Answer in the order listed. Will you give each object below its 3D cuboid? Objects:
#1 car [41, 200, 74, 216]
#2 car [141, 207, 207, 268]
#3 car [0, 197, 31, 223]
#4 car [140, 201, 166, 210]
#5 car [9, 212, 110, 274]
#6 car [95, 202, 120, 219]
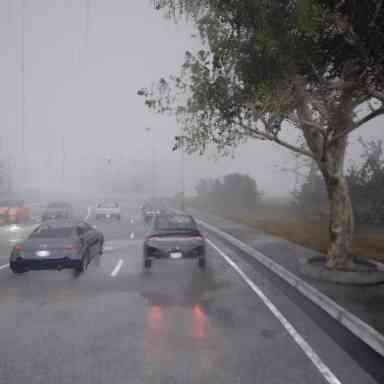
[{"bbox_3d":[-10.264,1.448,25.641,1.837,1.490,4.892,-1,1,-13],"label":"car"},{"bbox_3d":[-0.644,1.492,11.377,2.128,1.511,4.902,0,0,-5],"label":"car"},{"bbox_3d":[-13.695,1.342,24.926,2.097,1.767,4.553,-1,1,-13],"label":"car"},{"bbox_3d":[-2.940,1.421,25.783,2.033,1.411,5.357,-1,1,-12],"label":"car"},{"bbox_3d":[-4.099,1.587,10.749,1.994,1.385,4.181,0,0,-5],"label":"car"},{"bbox_3d":[-6.919,1.464,27.520,1.895,1.301,4.718,-1,2,-13],"label":"car"}]
